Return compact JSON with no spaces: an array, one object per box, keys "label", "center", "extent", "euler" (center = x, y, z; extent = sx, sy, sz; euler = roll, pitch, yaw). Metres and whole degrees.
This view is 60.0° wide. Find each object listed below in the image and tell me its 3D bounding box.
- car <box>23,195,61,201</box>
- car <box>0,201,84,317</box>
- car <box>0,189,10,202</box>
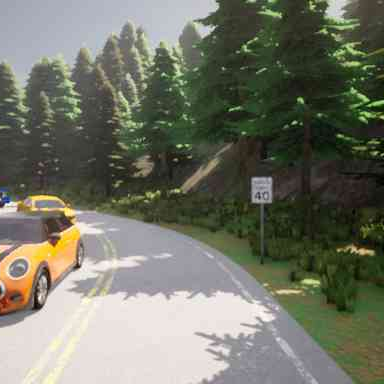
[{"label":"car","center":[-7.501,0.983,16.947],"extent":[1.882,1.535,5.008],"euler":[1,3,-38]},{"label":"car","center":[-3.961,1.276,7.533],"extent":[2.097,1.767,4.553],"euler":[0,1,-6]},{"label":"car","center":[-15.539,-0.054,23.484],"extent":[5.566,2.045,2.150],"euler":[5,1,21]}]
